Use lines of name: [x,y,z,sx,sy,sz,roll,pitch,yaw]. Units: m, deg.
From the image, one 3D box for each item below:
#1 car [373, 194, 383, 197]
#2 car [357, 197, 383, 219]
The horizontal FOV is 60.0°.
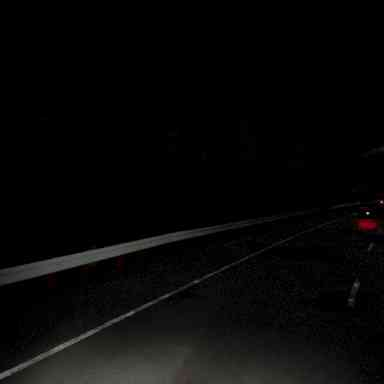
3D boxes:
car: [22.049,1.221,38.187,2.150,2.045,5.566,0,0,35]
car: [16.006,1.505,29.643,1.837,1.490,4.892,0,0,35]
